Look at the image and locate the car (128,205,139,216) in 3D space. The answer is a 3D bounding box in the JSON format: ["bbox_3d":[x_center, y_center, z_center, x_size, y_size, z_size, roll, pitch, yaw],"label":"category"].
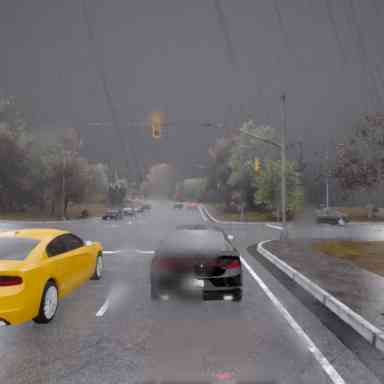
[{"bbox_3d":[-10.470,3.212,54.636,1.812,1.442,4.674,0,-1,0],"label":"car"}]

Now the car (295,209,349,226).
[{"bbox_3d":[12.294,2.440,31.571,4.892,1.490,1.837,0,-2,0],"label":"car"}]

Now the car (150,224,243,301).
[{"bbox_3d":[0.102,1.566,8.544,1.882,1.535,5.008,0,-1,0],"label":"car"}]

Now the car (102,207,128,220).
[{"bbox_3d":[-10.518,3.003,44.766,2.033,1.411,5.357,0,-2,1],"label":"car"}]

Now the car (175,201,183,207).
[{"bbox_3d":[-3.437,3.168,86.756,1.994,1.385,4.181,0,0,-3],"label":"car"}]

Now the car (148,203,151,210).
[{"bbox_3d":[-10.343,3.232,75.321,2.033,1.411,5.357,0,0,0],"label":"car"}]

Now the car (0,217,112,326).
[{"bbox_3d":[-3.406,1.543,7.302,1.882,1.535,5.008,0,-1,0],"label":"car"}]

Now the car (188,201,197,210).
[{"bbox_3d":[0.161,3.043,76.175,2.097,1.767,4.553,0,0,0],"label":"car"}]

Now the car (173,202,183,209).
[{"bbox_3d":[-3.340,3.185,76.688,1.837,1.490,4.892,0,0,0],"label":"car"}]

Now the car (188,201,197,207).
[{"bbox_3d":[0.079,3.163,86.333,2.033,1.411,5.357,0,0,-3],"label":"car"}]

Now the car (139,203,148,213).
[{"bbox_3d":[-10.406,3.247,64.741,2.128,1.511,4.902,0,0,1],"label":"car"}]
